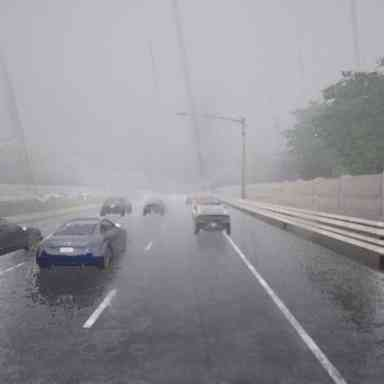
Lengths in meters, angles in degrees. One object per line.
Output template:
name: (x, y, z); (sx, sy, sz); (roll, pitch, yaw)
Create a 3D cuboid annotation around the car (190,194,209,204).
car: (1.050, 1.279, 28.641); (2.097, 1.767, 4.553); (0, 0, 0)

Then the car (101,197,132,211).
car: (-6.900, 1.269, 30.907); (2.097, 1.767, 4.553); (0, 0, 0)

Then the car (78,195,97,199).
car: (-17.544, 1.316, 57.612); (1.895, 1.301, 4.718); (0, 1, 1)

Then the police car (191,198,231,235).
police car: (1.050, 1.387, 18.782); (1.930, 1.638, 5.238); (0, 0, 0)

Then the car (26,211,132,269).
car: (-3.400, 1.542, 11.034); (1.994, 1.385, 4.181); (0, 0, 0)

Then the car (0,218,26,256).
car: (-6.900, 1.526, 10.844); (2.033, 1.411, 5.357); (0, 0, 0)

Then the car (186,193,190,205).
car: (0.001, 1.321, 53.381); (1.994, 1.385, 4.181); (0, 1, 0)

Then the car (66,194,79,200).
car: (-21.029, 1.170, 59.870); (1.882, 1.535, 5.008); (0, 1, 1)

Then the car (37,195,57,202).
car: (-24.543, 1.251, 56.578); (1.812, 1.442, 4.674); (0, 1, 1)

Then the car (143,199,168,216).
car: (-3.400, 1.421, 31.217); (1.837, 1.490, 4.892); (0, 0, 0)
